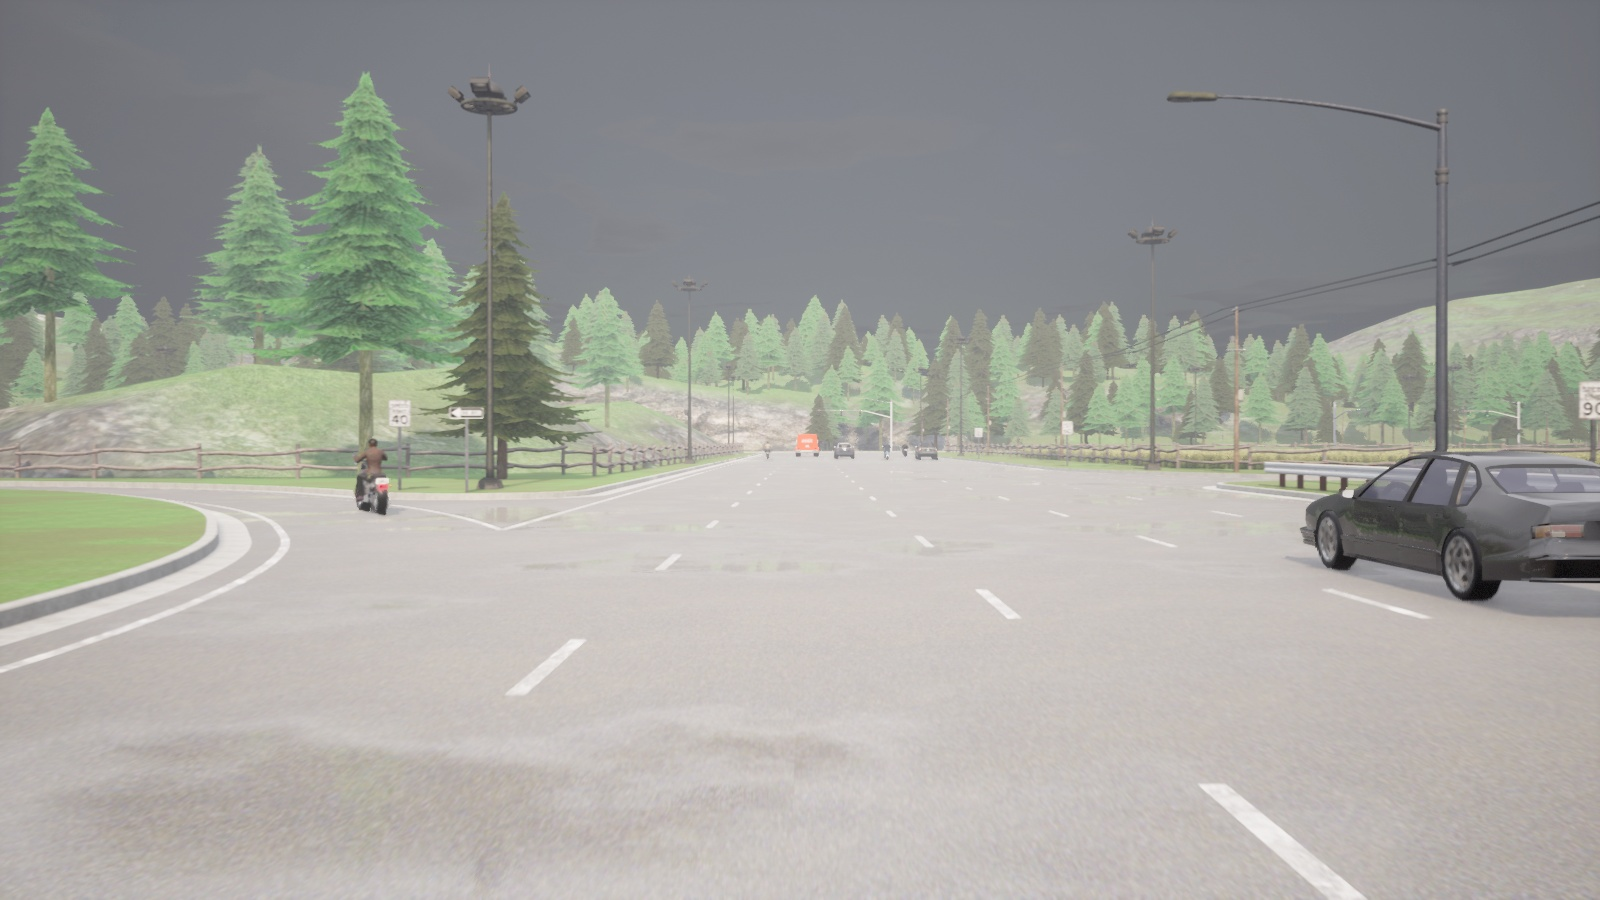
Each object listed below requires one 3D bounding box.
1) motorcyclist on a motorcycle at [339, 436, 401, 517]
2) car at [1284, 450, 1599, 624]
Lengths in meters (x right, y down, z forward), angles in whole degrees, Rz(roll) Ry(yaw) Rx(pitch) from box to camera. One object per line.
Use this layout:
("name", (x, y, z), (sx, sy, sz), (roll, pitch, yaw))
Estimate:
("motorcyclist on a motorcycle", (-9.254, 0.537, 26.971), (0.766, 1.649, 2.350), (-1, 1, -31))
("car", (7.090, 0.726, 13.109), (2.033, 1.411, 5.357), (0, 0, 0))
